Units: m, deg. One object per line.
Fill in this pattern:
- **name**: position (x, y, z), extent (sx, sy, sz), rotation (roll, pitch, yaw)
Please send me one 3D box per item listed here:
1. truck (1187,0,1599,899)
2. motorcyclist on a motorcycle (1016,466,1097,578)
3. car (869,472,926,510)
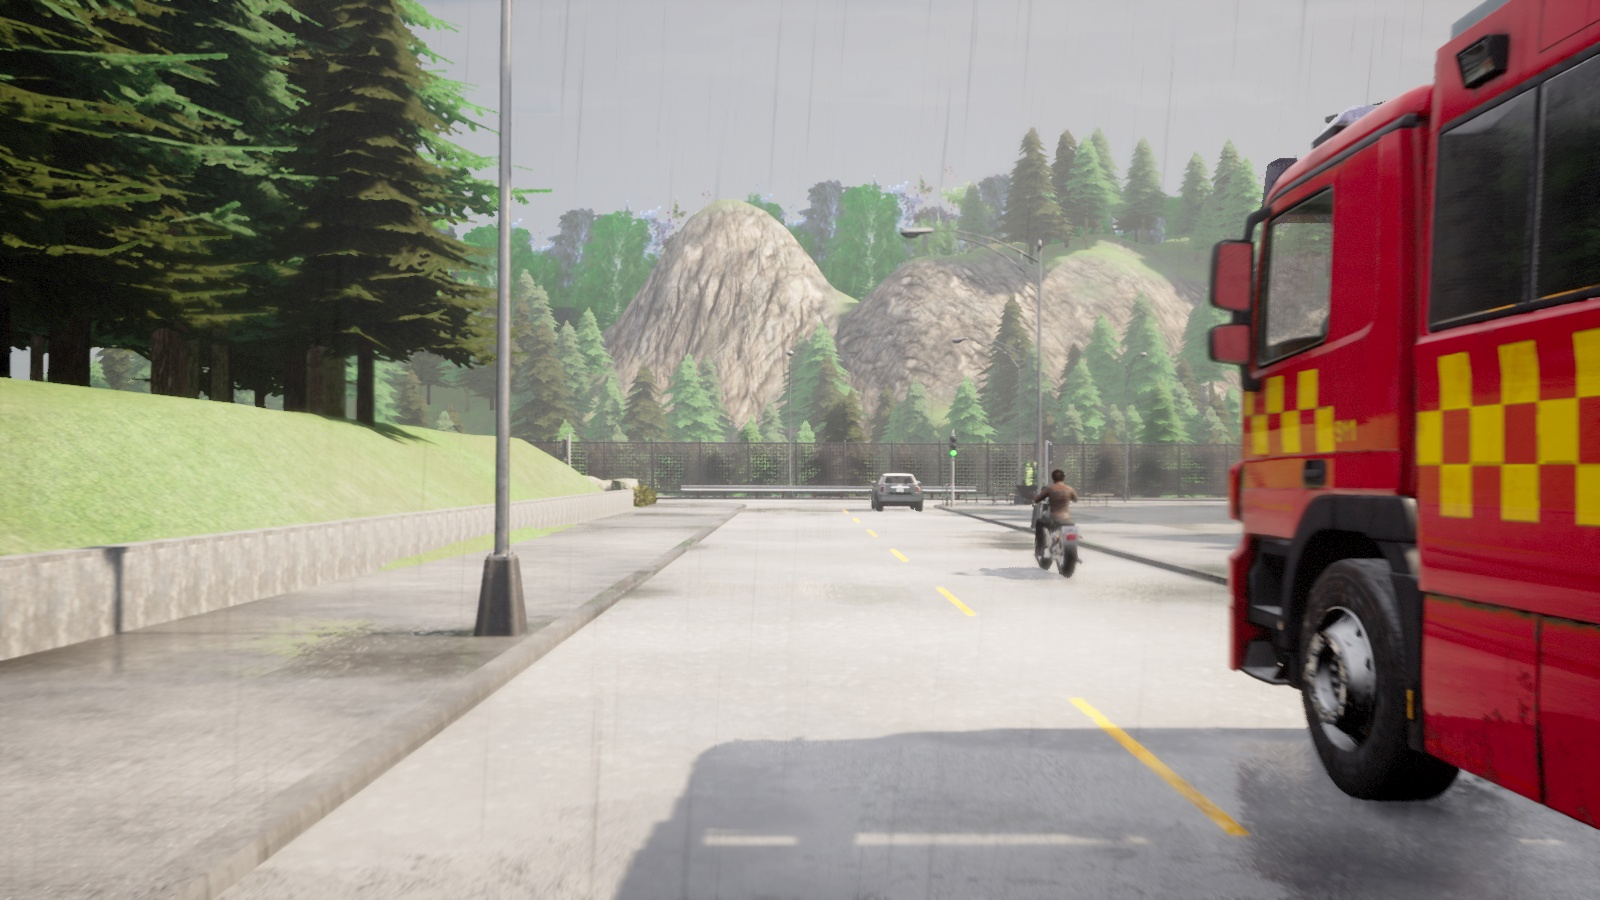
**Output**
- **truck**: position (3.987, -0.300, 3.926), extent (2.891, 3.827, 8.468), rotation (0, -1, 0)
- **motorcyclist on a motorcycle**: position (3.955, 1.077, 19.579), extent (0.766, 1.649, 2.350), rotation (0, -1, 0)
- **car**: position (3.883, 1.612, 50.649), extent (1.970, 1.475, 3.806), rotation (0, -1, 0)
